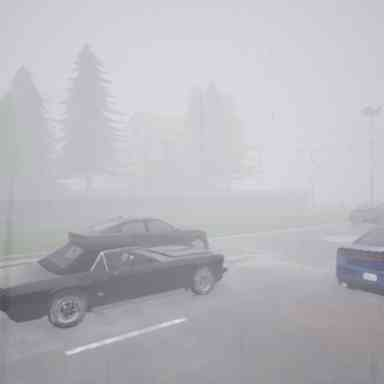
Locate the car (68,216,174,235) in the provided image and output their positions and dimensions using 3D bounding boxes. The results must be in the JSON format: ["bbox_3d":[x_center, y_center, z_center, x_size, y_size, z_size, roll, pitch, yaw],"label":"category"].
[{"bbox_3d":[-1.655,1.546,11.330,5.008,1.535,1.882,0,0,-36],"label":"car"}]

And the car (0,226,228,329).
[{"bbox_3d":[-1.494,1.649,7.069,4.718,1.301,1.895,0,0,-36],"label":"car"}]

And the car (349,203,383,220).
[{"bbox_3d":[12.167,1.486,21.696,4.902,1.511,2.128,0,0,-37],"label":"car"}]

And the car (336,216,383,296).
[{"bbox_3d":[5.417,1.469,7.887,5.008,1.535,1.882,0,0,-37],"label":"car"}]
